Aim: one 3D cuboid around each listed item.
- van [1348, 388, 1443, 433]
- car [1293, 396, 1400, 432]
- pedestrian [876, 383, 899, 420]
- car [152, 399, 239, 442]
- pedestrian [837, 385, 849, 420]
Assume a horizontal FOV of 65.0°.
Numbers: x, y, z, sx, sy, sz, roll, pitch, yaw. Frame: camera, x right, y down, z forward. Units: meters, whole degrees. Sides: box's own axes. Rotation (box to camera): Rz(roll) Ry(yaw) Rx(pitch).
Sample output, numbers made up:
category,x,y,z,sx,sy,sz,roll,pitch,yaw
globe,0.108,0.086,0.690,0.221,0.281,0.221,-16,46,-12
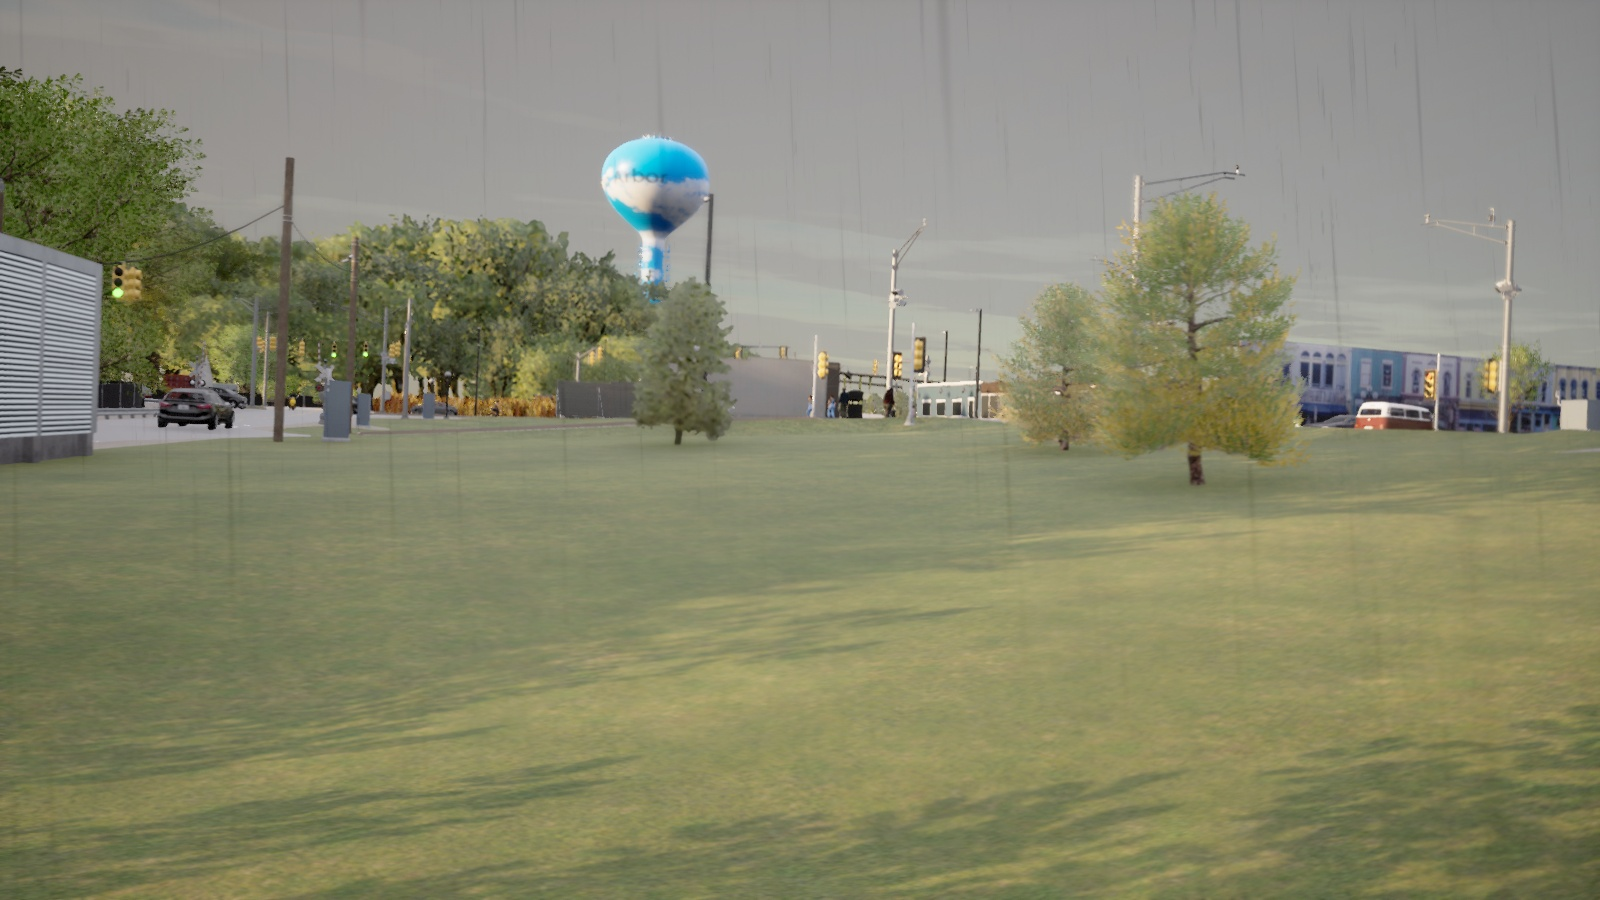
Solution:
category,x,y,z,sx,sy,sz,roll,pitch,yaw
van,29.349,-1.913,61.859,4.480,2.038,2.069,1,-1,-31
car,28.792,-1.863,66.185,5.027,1.651,2.152,1,0,-19
pedestrian,4.401,-2.427,63.039,0.899,1.844,0.634,1,0,-25
car,-25.400,-1.275,52.956,2.242,1.667,4.611,2,2,-12
pedestrian,2.288,-2.515,66.847,0.402,1.842,0.726,1,0,-18
